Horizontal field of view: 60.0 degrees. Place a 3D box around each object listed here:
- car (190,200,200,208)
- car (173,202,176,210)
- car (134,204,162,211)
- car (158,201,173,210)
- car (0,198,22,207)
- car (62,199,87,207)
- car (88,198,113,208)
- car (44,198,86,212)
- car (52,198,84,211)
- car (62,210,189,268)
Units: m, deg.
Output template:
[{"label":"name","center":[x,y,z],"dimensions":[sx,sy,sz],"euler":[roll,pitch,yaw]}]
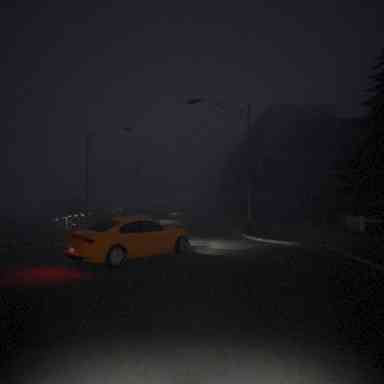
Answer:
[{"label":"car","center":[0.512,2.359,66.126],"dimensions":[2.128,1.511,4.902],"euler":[0,-1,0]},{"label":"car","center":[-3.288,2.110,47.858],"dimensions":[1.882,1.535,5.008],"euler":[0,-1,0]},{"label":"car","center":[-3.449,1.843,23.781],"dimensions":[1.812,1.442,4.674],"euler":[0,-1,1]},{"label":"car","center":[-3.381,1.932,34.257],"dimensions":[1.882,1.535,5.008],"euler":[0,0,1]},{"label":"car","center":[-34.663,1.979,62.810],"dimensions":[4.605,1.855,1.932],"euler":[0,-1,0]},{"label":"car","center":[-24.611,2.257,69.689],"dimensions":[4.514,1.523,2.007],"euler":[0,-1,0]},{"label":"car","center":[-17.298,1.972,59.569],"dimensions":[5.027,1.636,2.152],"euler":[0,-1,0]},{"label":"car","center":[-16.978,1.710,43.869],"dimensions":[4.605,1.855,1.932],"euler":[0,-1,0]},{"label":"car","center":[-17.373,1.728,46.777],"dimensions":[3.866,1.878,1.905],"euler":[0,-1,0]},{"label":"car","center":[-2.150,1.650,12.196],"dimensions":[1.882,1.535,5.008],"euler":[1,0,40]}]
